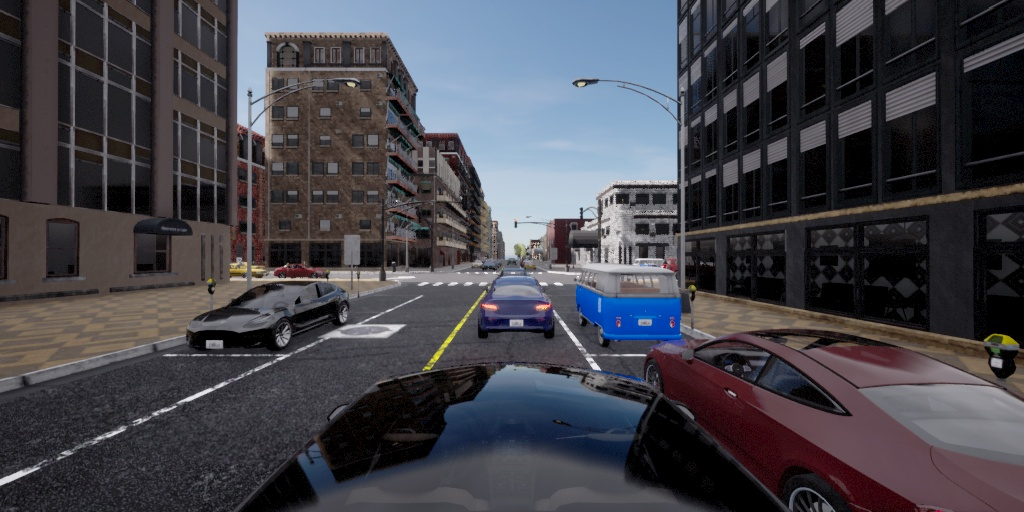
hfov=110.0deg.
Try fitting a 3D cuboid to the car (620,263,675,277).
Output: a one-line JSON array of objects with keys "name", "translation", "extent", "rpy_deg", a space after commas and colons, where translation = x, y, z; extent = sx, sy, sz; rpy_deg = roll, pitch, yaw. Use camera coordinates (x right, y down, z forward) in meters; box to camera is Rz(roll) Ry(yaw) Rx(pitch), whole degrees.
[{"name": "car", "translation": [13.398, 1.418, 35.706], "extent": [4.718, 1.301, 1.895], "rpy_deg": [0, 0, 1]}]

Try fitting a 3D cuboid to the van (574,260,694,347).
[{"name": "van", "translation": [2.656, 1.092, 9.010], "extent": [1.690, 1.789, 3.998], "rpy_deg": [0, 0, 0]}]

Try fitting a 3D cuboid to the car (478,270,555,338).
[{"name": "car", "translation": [0.100, 1.277, 10.010], "extent": [1.812, 1.442, 4.674], "rpy_deg": [0, 0, 0]}]

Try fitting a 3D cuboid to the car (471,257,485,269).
[{"name": "car", "translation": [-5.698, 1.318, 59.164], "extent": [1.751, 1.417, 4.829], "rpy_deg": [0, 0, 0]}]

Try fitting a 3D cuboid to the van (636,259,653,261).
[{"name": "van", "translation": [14.893, 1.175, 38.276], "extent": [3.998, 1.789, 1.690], "rpy_deg": [0, 0, 0]}]

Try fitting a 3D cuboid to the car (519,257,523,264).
[{"name": "car", "translation": [2.683, 1.382, 64.875], "extent": [1.802, 1.307, 4.207], "rpy_deg": [0, 0, 0]}]

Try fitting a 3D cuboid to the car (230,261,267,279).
[{"name": "car", "translation": [-22.963, 1.216, 29.801], "extent": [4.829, 1.417, 1.751], "rpy_deg": [0, 0, 0]}]

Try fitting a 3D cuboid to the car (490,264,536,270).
[{"name": "car", "translation": [0.090, 1.318, 18.462], "extent": [1.994, 1.385, 4.181], "rpy_deg": [0, 0, 0]}]

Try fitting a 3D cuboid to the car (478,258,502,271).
[{"name": "car", "translation": [-3.067, 1.329, 50.642], "extent": [2.033, 1.411, 5.357], "rpy_deg": [0, 0, 3]}]

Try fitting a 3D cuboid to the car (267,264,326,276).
[{"name": "car", "translation": [-17.471, 1.284, 29.815], "extent": [4.207, 1.307, 1.802], "rpy_deg": [0, 0, 0]}]

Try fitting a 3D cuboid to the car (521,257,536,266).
[{"name": "car", "translation": [2.684, 1.311, 53.967], "extent": [1.751, 1.417, 4.829], "rpy_deg": [0, 0, 0]}]

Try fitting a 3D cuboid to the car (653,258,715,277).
[{"name": "car", "translation": [14.916, 1.108, 29.896], "extent": [5.009, 1.841, 2.192], "rpy_deg": [0, 0, 0]}]

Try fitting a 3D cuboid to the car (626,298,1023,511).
[{"name": "car", "translation": [2.657, 1.332, 3.321], "extent": [1.802, 1.307, 4.207], "rpy_deg": [0, 0, 0]}]

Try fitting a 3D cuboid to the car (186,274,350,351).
[{"name": "car", "translation": [-5.691, 1.317, 9.035], "extent": [1.948, 1.339, 4.313], "rpy_deg": [0, 0, 0]}]
